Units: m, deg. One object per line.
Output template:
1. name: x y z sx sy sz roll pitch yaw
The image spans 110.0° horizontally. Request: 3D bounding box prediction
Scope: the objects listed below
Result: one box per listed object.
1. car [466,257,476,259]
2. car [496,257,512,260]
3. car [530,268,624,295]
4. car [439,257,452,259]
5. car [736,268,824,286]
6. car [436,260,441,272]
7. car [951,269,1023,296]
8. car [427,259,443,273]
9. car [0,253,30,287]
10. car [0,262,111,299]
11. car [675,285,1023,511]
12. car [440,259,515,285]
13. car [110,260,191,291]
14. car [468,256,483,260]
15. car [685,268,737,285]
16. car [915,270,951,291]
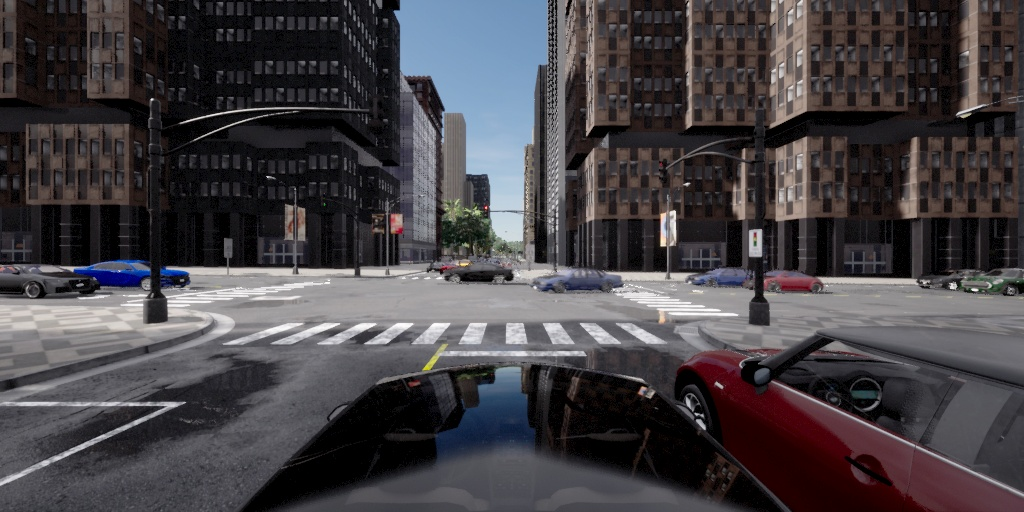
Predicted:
1. car: -6.522 1.247 48.958 1.882 1.535 5.008 0 0 0
2. car: -0.628 1.197 43.792 1.967 1.591 4.097 0 0 0
3. car: 3.770 1.378 20.533 5.357 1.411 2.033 1 0 -20
4. car: -9.191 1.084 49.161 2.192 1.841 5.009 0 0 0
5. car: 16.946 1.582 22.521 4.181 1.385 1.994 1 0 0
6. car: -6.482 1.347 38.563 1.895 1.301 4.718 0 0 1
7. car: 31.411 1.580 22.597 4.553 1.767 2.097 1 0 0
8. car: -9.153 1.323 43.735 1.948 1.339 4.313 0 0 0
9. car: -28.950 0.722 18.780 4.553 1.767 2.097 1 0 0
10. car: -20.774 1.053 15.583 4.181 1.385 1.994 1 0 0
11. car: 2.763 1.190 2.403 1.967 1.591 4.097 0 0 0
12. car: -2.300 1.215 25.648 5.008 1.535 1.882 1 0 0
13. car: -19.838 0.976 18.837 5.008 1.535 1.882 1 0 0
14. car: -6.588 1.014 59.296 2.150 2.045 5.566 0 0 0
15. car: 15.458 1.539 25.762 5.357 1.411 2.033 1 0 0
16. car: 32.171 1.740 25.861 4.892 1.490 1.837 1 0 0
